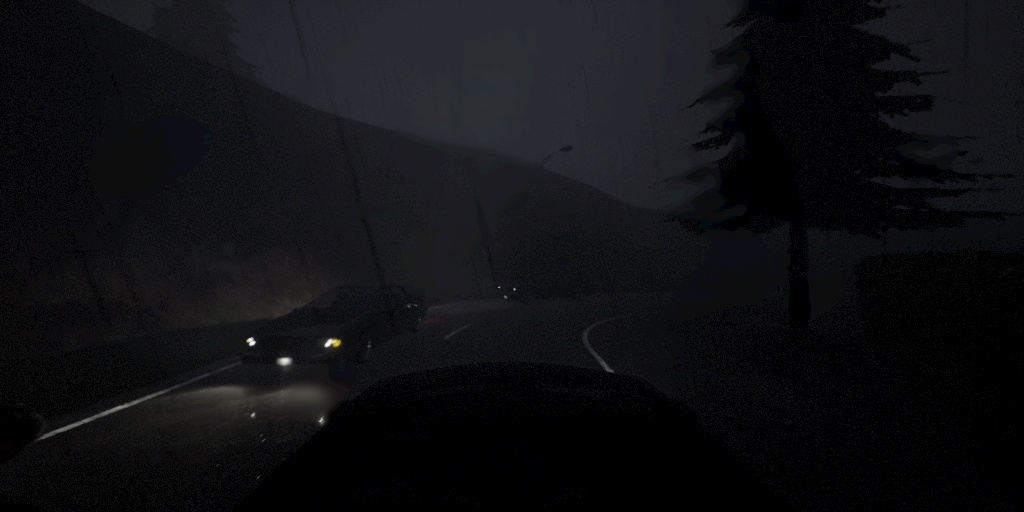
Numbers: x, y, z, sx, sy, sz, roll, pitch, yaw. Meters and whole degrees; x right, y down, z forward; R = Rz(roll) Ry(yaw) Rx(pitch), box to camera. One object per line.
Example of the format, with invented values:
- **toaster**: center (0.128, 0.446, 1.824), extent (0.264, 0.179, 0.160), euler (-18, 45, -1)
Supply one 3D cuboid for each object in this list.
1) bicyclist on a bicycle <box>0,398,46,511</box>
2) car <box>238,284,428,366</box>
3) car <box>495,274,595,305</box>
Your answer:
- **bicyclist on a bicycle**: center (-3.181, 1.206, 1.931), extent (1.656, 1.620, 0.582), euler (0, -1, 0)
- **car**: center (-3.562, 1.383, 8.564), extent (2.033, 1.411, 5.357), euler (0, -1, 4)
- **car**: center (1.608, 1.542, 17.174), extent (4.718, 1.301, 1.895), euler (0, -1, -30)
